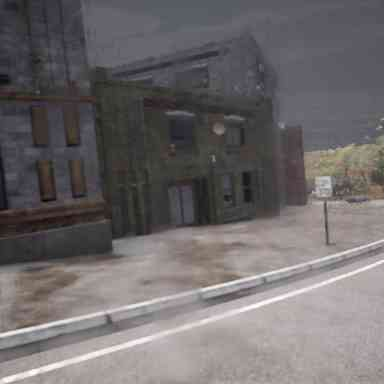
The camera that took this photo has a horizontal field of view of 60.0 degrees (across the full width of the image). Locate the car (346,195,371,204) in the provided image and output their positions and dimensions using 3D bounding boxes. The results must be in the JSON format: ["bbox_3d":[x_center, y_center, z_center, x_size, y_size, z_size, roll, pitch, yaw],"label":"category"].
[{"bbox_3d":[28.283,1.240,56.679,2.033,1.411,5.357,-5,-2,0],"label":"car"}]
